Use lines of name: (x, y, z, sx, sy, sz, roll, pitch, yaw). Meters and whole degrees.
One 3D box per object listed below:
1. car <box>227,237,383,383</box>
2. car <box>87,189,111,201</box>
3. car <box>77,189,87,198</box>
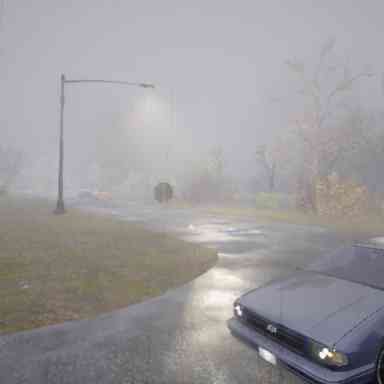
car: (3.176, 1.485, 5.262, 5.357, 1.411, 2.033, -1, 1, -30)
car: (-13.547, 0.307, 49.121, 2.097, 1.767, 4.553, 1, 1, -31)
car: (-18.476, 0.220, 57.391, 1.882, 1.535, 5.008, 1, 1, -31)
